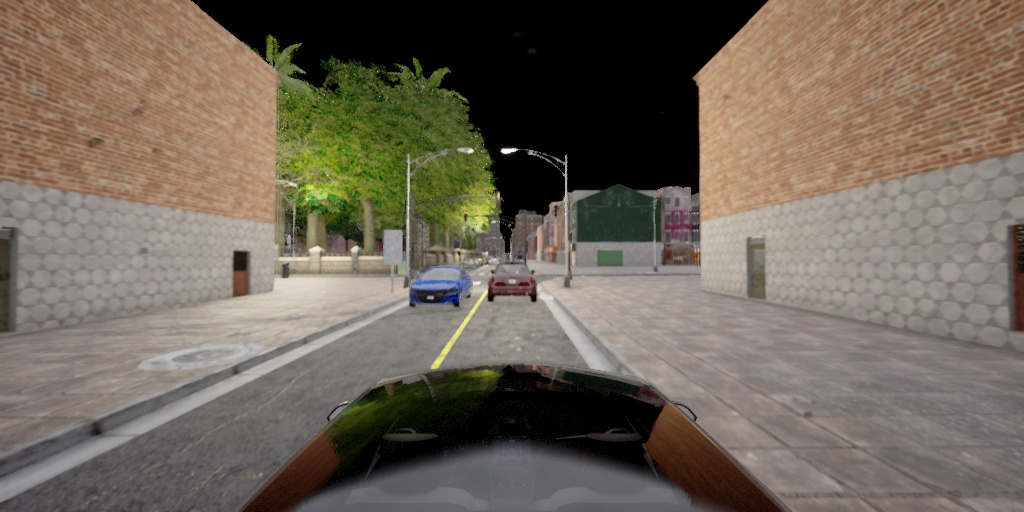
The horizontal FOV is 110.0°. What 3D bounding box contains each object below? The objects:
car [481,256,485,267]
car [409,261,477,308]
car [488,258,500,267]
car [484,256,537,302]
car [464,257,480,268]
[{"bbox_3d":[-5.546,1.055,52.608,2.007,1.370,4.403,0,0,0],"label":"car"},{"bbox_3d":[-2.786,1.157,14.870,1.882,1.535,5.008,0,0,1],"label":"car"},{"bbox_3d":[-3.004,1.077,60.838,1.895,1.301,4.718,0,0,0],"label":"car"},{"bbox_3d":[0.031,1.022,16.687,2.097,1.767,4.553,0,0,1],"label":"car"},{"bbox_3d":[-5.518,1.084,45.473,2.007,1.370,4.403,0,0,0],"label":"car"}]
